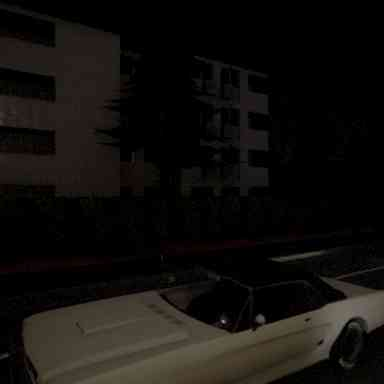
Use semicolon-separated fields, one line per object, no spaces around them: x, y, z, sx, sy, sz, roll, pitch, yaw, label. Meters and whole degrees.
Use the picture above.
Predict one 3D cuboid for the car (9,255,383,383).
0.379;1.601;4.204;4.718;1.301;1.895;0;0;-33;car
